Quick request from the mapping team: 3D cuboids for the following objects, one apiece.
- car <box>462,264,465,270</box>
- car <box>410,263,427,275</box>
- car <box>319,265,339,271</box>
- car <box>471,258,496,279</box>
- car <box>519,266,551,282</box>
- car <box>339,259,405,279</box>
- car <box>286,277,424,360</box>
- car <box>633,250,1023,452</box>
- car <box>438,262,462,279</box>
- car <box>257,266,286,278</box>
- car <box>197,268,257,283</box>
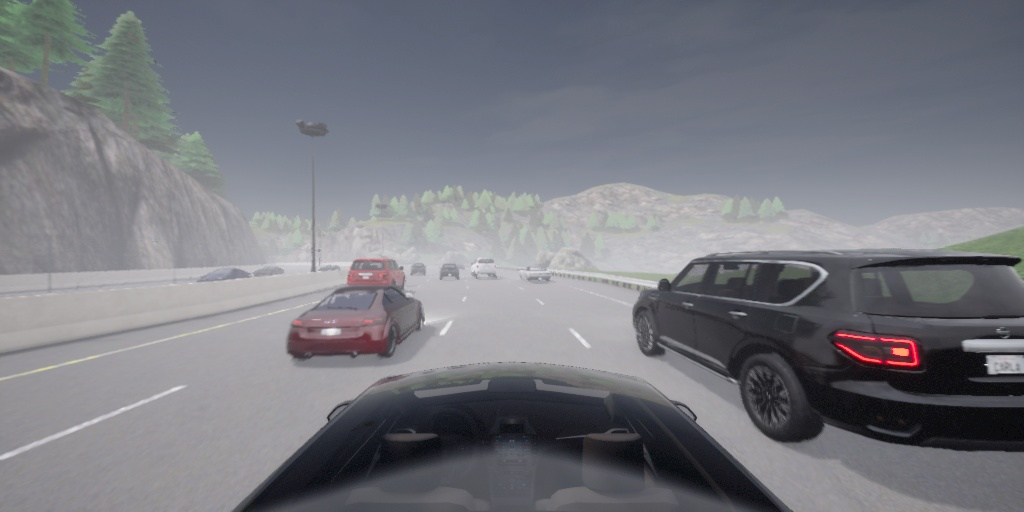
[{"bbox_3d":[-9.882,1.810,64.346,2.033,1.411,5.357,0,0,-22],"label":"car"},{"bbox_3d":[-12.116,1.673,46.515,1.837,1.490,4.892,1,-1,-15],"label":"car"},{"bbox_3d":[-22.874,1.817,45.394,2.033,1.411,5.357,0,0,-14],"label":"car"},{"bbox_3d":[-3.013,1.235,37.485,2.150,2.045,5.566,0,-1,-12],"label":"car"},{"bbox_3d":[1.899,1.525,31.056,1.895,1.301,4.718,0,0,-9],"label":"car"},{"bbox_3d":[-7.509,1.170,20.275,2.150,2.045,5.566,0,0,-7],"label":"car"},{"bbox_3d":[-3.448,1.395,8.660,1.994,1.385,4.181,0,0,-3],"label":"car"},{"bbox_3d":[3.777,0.959,5.488,2.150,2.045,5.566,0,0,-2],"label":"car"},{"bbox_3d":[-6.408,1.550,36.588,1.837,1.490,4.892,1,-1,-11],"label":"car"},{"bbox_3d":[-29.804,1.935,44.301,2.033,1.411,5.357,0,0,-15],"label":"car"},{"bbox_3d":[-23.250,1.692,29.189,1.812,1.442,4.674,0,0,-9],"label":"car"}]
